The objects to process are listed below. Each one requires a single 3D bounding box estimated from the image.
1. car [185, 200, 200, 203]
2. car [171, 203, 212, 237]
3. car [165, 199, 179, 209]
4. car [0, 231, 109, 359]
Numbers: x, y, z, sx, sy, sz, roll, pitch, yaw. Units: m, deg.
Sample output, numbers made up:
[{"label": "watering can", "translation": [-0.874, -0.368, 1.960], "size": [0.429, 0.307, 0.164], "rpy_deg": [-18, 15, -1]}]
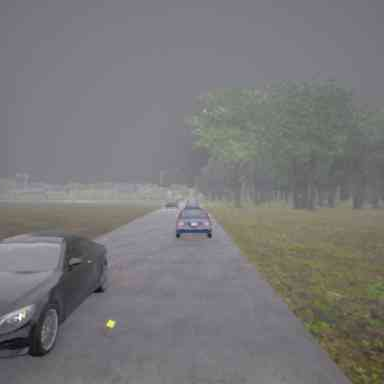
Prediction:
[{"label": "car", "translation": [0.077, 1.708, 43.734], "size": [1.994, 1.385, 4.181], "rpy_deg": [0, 0, 0]}, {"label": "car", "translation": [0.088, 1.561, 18.071], "size": [2.033, 1.411, 5.357], "rpy_deg": [0, 0, 0]}, {"label": "car", "translation": [-2.847, 1.724, 48.071], "size": [2.033, 1.411, 5.357], "rpy_deg": [0, 0, 0]}, {"label": "car", "translation": [-2.853, 1.519, 6.157], "size": [1.812, 1.442, 4.674], "rpy_deg": [0, 0, 0]}]
